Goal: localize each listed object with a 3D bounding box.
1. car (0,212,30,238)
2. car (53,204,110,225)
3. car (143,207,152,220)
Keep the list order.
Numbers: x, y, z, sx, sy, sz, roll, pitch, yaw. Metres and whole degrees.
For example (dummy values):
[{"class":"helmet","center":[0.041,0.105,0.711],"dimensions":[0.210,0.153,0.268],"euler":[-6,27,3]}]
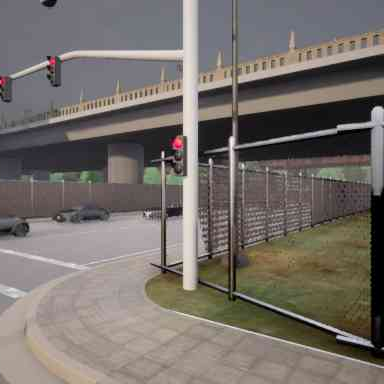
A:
[{"class":"car","center":[-10.140,1.616,16.086],"dimensions":[1.994,1.385,4.181],"euler":[0,0,33]},{"class":"car","center":[-8.250,1.619,25.072],"dimensions":[1.994,1.385,4.181],"euler":[0,0,35]},{"class":"car","center":[-2.027,1.547,27.807],"dimensions":[2.128,1.511,4.902],"euler":[0,0,35]}]
